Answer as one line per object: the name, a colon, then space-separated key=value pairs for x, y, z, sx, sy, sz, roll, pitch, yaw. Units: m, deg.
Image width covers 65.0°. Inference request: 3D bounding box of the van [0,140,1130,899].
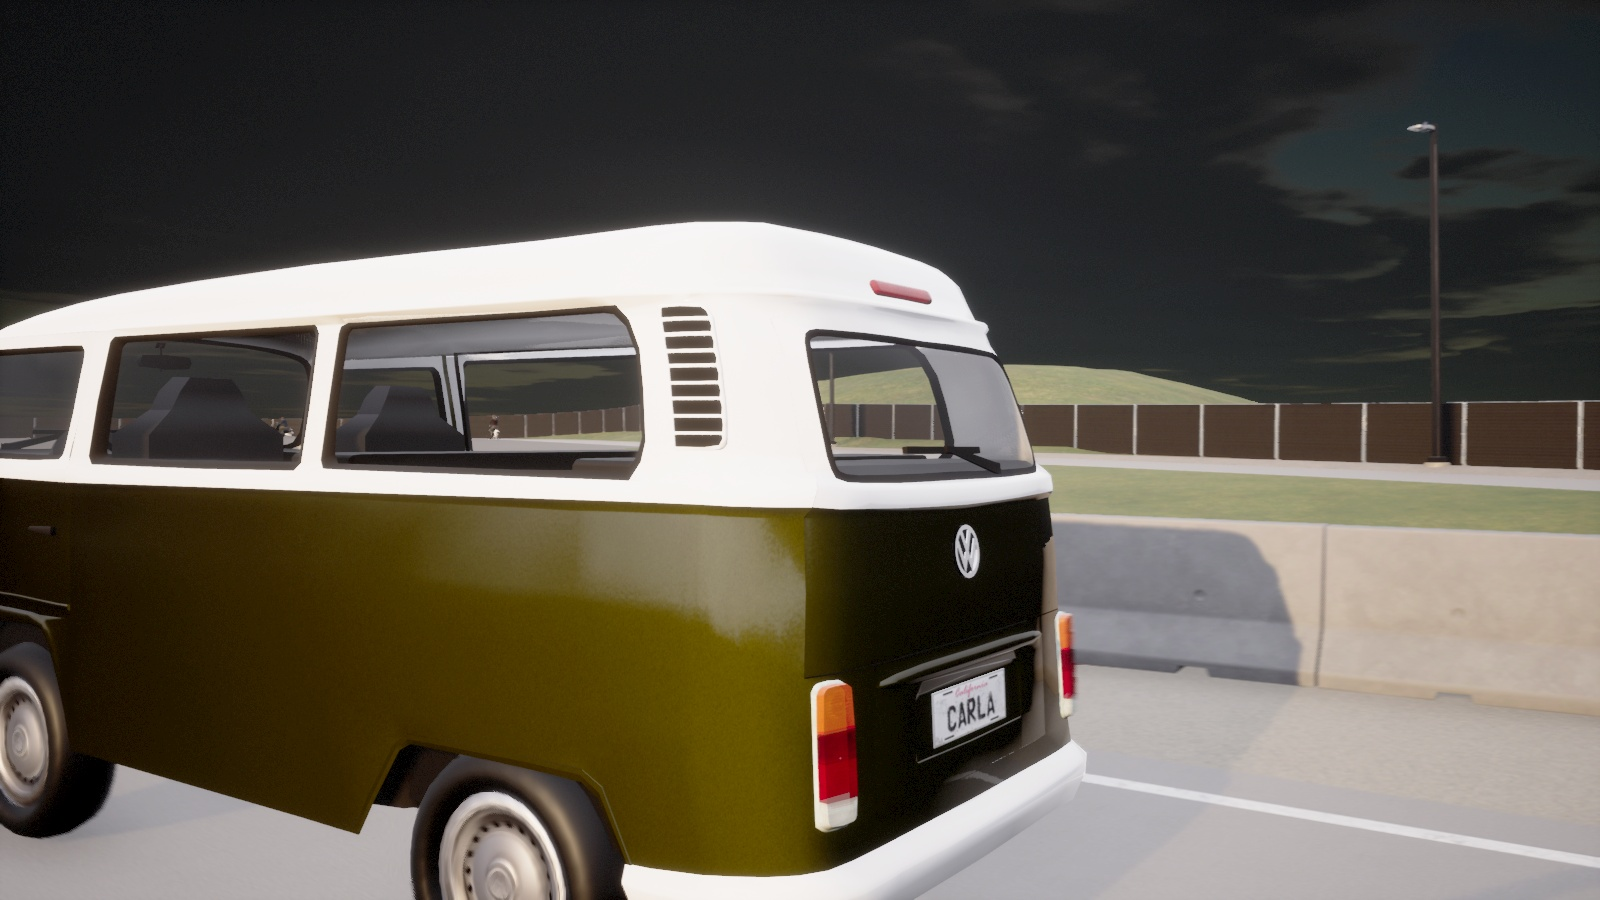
van: x=-1.355 y=0.406 z=4.519 sx=4.480 sy=2.038 sz=2.069 roll=0 pitch=1 yaw=34
